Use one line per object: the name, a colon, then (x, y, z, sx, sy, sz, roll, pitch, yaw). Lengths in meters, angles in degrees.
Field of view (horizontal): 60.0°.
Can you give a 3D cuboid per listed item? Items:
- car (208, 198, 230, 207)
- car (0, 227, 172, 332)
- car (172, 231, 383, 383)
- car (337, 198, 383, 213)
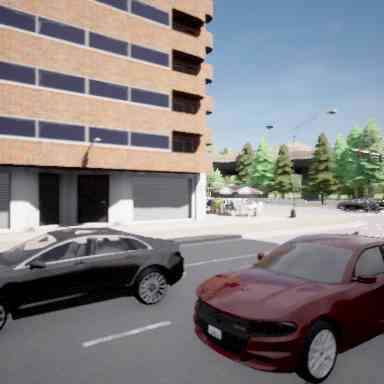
car: (4.325, 1.520, 48.781, 1.994, 1.385, 4.181, 0, 0, -42)
car: (-2.424, 1.493, 6.523, 4.902, 1.511, 2.128, 0, 0, -35)
car: (2.330, 1.479, 5.589, 5.008, 1.535, 1.882, 0, 0, -35)
car: (18.244, 1.448, 36.214, 2.128, 1.511, 4.902, 0, 0, -33)
